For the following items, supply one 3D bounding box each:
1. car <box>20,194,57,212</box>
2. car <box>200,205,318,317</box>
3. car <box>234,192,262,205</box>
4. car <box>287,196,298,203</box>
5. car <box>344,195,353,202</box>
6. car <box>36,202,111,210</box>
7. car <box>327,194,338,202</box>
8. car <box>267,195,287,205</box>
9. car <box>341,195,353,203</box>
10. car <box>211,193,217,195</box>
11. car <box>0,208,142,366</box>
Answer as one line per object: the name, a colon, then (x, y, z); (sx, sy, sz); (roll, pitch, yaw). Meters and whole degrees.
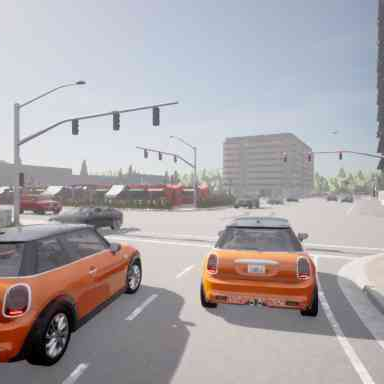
car: (-16.148, 1.277, 34.772); (5.566, 2.045, 2.150); (0, 0, 28)
car: (1.618, 1.352, 7.816); (2.097, 1.767, 4.553); (0, 0, 14)
car: (7.417, 1.214, 44.544); (2.150, 2.045, 5.566); (0, 1, 27)
car: (21.556, 1.595, 71.535); (1.895, 1.301, 4.718); (0, 0, 27)
car: (36.651, 1.500, 77.813); (1.837, 1.490, 4.892); (0, 0, 27)
car: (-5.829, 1.504, 18.708); (2.128, 1.511, 4.902); (0, -1, 25)
car: (33.514, 1.355, 79.366); (2.097, 1.767, 4.553); (0, 0, 27)
car: (14.570, 1.351, 58.258); (2.097, 1.767, 4.553); (0, 0, 28)
car: (32.066, 1.595, 68.988); (1.895, 1.301, 4.718); (0, 0, 27)
car: (5.019, 1.209, 86.950); (4.605, 1.855, 1.932); (0, 0, 28)
car: (-2.497, 1.352, 6.104); (2.097, 1.767, 4.553); (0, 0, 10)
